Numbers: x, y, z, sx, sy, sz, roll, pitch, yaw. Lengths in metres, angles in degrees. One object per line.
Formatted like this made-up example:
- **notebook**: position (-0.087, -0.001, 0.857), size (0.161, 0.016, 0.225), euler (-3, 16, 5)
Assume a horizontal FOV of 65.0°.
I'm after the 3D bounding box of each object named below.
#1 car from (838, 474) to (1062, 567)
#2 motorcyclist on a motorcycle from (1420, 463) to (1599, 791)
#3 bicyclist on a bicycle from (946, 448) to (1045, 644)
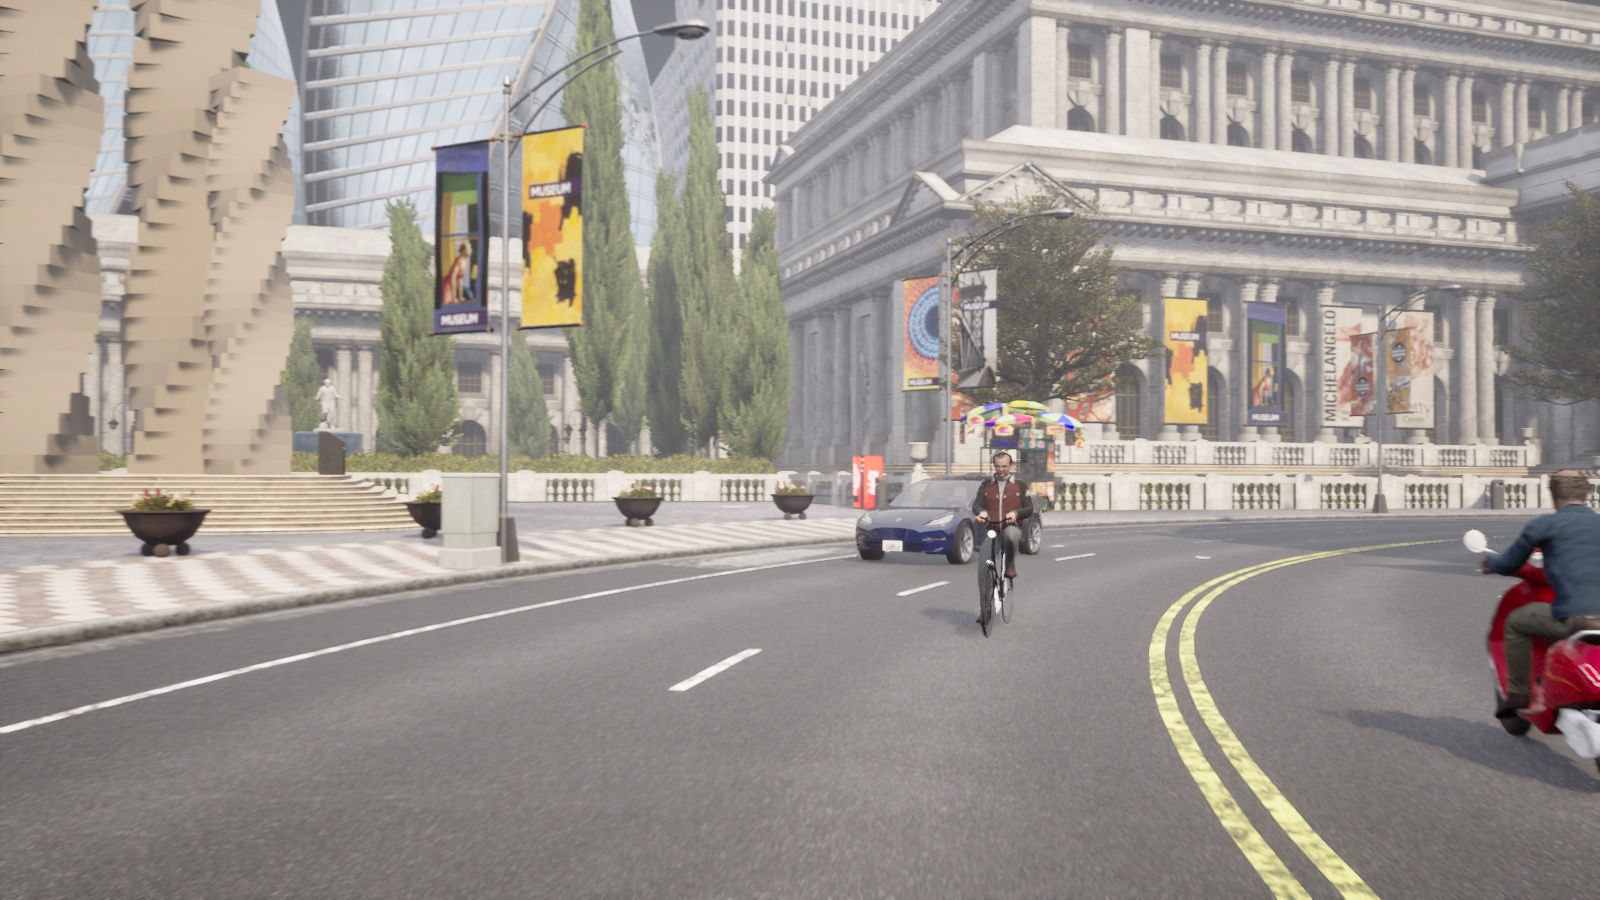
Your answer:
- **car**: position (2.854, 1.189, 22.868), size (2.163, 1.488, 4.792), euler (-1, -1, 33)
- **motorcyclist on a motorcycle**: position (4.185, 0.872, 6.959), size (0.866, 1.590, 1.817), euler (0, -1, 10)
- **bicyclist on a bicycle**: position (1.953, 0.886, 12.342), size (0.659, 1.776, 1.843), euler (0, -1, 18)
